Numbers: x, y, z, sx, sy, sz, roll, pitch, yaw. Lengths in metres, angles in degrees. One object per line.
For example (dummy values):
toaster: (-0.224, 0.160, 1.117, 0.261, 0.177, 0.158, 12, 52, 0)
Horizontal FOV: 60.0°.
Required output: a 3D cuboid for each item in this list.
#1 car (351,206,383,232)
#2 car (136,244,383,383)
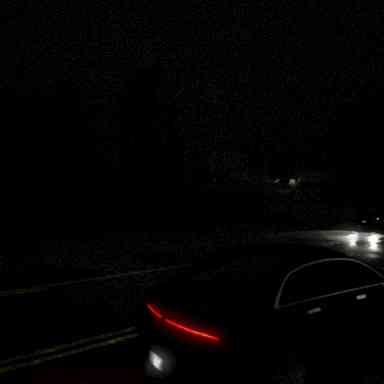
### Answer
car: (11.863, 1.576, 20.938, 4.181, 1.385, 1.994, 0, 0, -36)
car: (1.599, 1.538, 4.888, 4.892, 1.490, 1.837, 1, 0, -36)
